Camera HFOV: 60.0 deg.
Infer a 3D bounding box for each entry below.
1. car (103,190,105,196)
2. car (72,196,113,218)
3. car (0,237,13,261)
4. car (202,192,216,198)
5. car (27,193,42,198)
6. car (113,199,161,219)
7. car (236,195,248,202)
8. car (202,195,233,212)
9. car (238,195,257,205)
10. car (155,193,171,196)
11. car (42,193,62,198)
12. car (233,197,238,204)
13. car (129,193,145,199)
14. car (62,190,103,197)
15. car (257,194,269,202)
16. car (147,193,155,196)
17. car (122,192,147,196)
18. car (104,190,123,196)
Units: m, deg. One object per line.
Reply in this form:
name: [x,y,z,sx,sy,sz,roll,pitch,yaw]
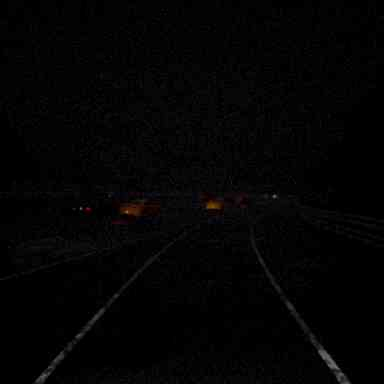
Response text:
car: [-17.968,0.571,64.592,2.150,2.045,5.566,2,1,18]
car: [-7.705,1.317,27.760,2.033,1.411,5.357,1,0,18]
car: [-6.735,1.486,7.808,1.895,1.301,4.718,1,0,18]
car: [3.497,1.108,62.788,2.150,2.045,5.566,1,0,18]
car: [-22.733,0.862,49.841,1.994,1.385,4.181,1,0,18]
car: [-4.138,1.337,27.420,1.882,1.535,5.008,1,0,18]
car: [11.646,1.514,76.821,1.882,1.535,5.008,1,0,18]
car: [3.073,1.465,38.494,1.882,1.535,5.008,1,0,18]
car: [10.141,1.567,60.618,1.837,1.490,4.892,1,0,18]
car: [-6.196,0.938,78.456,2.097,1.767,4.553,1,0,18]
car: [-19.232,0.865,49.321,1.882,1.535,5.008,1,0,18]
car: [6.812,1.575,61.704,1.895,1.301,4.718,1,0,18]
car: [-13.183,0.953,79.593,1.994,1.385,4.181,1,0,18]
car: [-15.832,0.695,48.449,2.150,2.045,5.566,1,1,18]
car: [18.032,1.774,85.322,1.895,1.301,4.718,1,0,18]
car: [-9.613,0.972,79.264,1.882,1.535,5.008,1,0,18]
car: [-10.967,1.087,63.554,1.994,1.385,4.181,2,0,18]
car: [-14.337,0.796,64.477,2.097,1.767,4.553,1,0,18]
